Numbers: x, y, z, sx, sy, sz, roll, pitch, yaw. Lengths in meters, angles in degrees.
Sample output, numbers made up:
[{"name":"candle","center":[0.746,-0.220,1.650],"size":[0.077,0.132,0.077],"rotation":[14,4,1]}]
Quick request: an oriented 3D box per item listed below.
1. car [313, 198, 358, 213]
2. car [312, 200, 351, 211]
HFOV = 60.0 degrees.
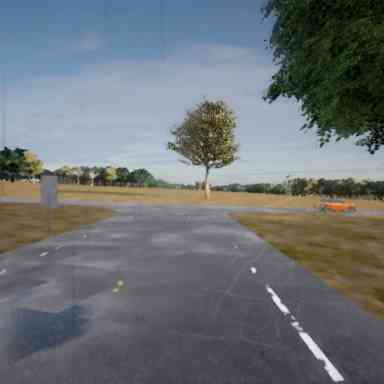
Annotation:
[{"name":"car","center":[17.792,1.619,40.814],"size":[4.553,1.767,2.097],"rotation":[2,0,1]},{"name":"car","center":[19.966,1.924,47.769],"size":[4.718,1.301,1.895],"rotation":[2,0,1]}]
